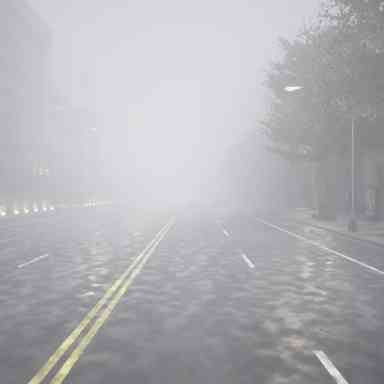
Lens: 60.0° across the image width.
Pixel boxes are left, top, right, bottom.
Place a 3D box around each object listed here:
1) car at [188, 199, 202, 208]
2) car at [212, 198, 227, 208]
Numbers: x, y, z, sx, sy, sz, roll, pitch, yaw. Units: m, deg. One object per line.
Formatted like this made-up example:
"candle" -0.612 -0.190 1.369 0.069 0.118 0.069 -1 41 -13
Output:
"car" 0.420 1.601 48.240 1.895 1.301 4.718 0 0 0
"car" 3.911 1.564 47.306 1.994 1.385 4.181 0 0 0
